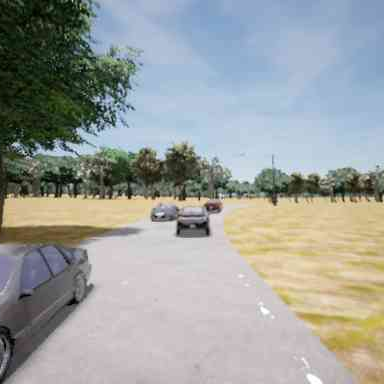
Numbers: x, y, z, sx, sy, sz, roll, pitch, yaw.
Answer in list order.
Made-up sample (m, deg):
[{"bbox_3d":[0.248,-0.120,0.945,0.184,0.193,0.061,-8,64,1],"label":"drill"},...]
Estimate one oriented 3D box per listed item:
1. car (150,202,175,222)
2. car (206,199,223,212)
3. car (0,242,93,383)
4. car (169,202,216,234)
[{"bbox_3d":[-2.268,1.651,28.406,2.128,1.511,4.902,-1,0,7],"label":"car"},{"bbox_3d":[2.649,1.615,40.295,1.882,1.535,5.008,-1,0,11],"label":"car"},{"bbox_3d":[-3.176,1.607,5.505,2.033,1.411,5.357,-1,0,-1],"label":"car"},{"bbox_3d":[0.119,1.569,19.649,2.128,1.511,4.902,-1,0,2],"label":"car"}]
